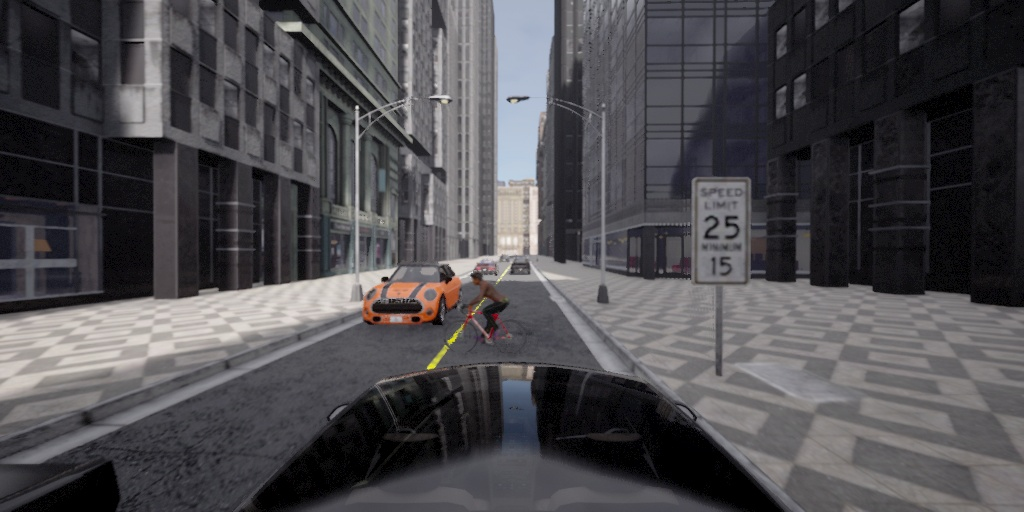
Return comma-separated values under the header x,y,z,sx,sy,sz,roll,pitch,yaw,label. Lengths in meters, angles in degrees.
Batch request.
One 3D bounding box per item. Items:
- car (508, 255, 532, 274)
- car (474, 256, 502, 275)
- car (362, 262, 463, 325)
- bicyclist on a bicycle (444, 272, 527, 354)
x,y,z,sx,sy,sz,roll,pitch,yaw,label
0.852,0.917,34.618,1.837,1.490,4.892,0,1,2,car
-2.293,0.989,32.813,1.994,1.385,4.181,0,1,2,car
-2.892,1.005,11.358,2.097,1.767,4.553,0,0,2,car
-0.534,1.142,7.093,1.656,1.620,0.582,0,1,1,bicyclist on a bicycle
